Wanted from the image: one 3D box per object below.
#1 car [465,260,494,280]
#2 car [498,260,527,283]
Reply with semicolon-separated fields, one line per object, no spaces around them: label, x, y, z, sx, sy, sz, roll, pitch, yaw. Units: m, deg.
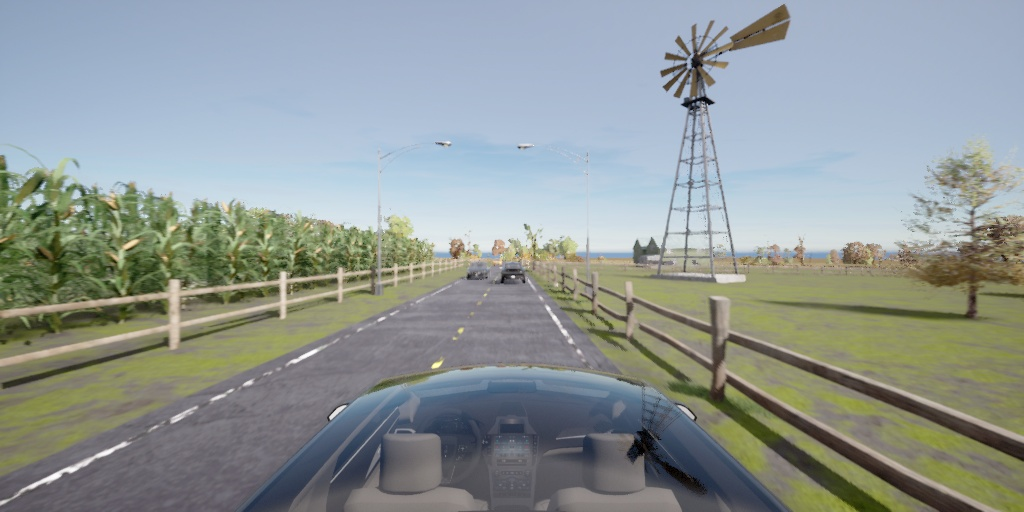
car;-2.882;1.267;31.454;1.837;1.490;4.892;0;0;0
car;0.072;1.265;28.181;1.837;1.490;4.892;0;0;0
